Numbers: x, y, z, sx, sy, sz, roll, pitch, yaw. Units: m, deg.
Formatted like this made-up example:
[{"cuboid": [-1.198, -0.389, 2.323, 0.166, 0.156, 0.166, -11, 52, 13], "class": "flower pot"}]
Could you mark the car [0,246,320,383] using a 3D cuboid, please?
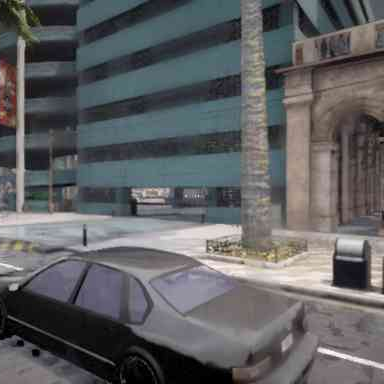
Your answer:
[{"cuboid": [-1.097, 1.532, 4.776, 5.357, 1.411, 2.033, 0, 0, 36], "class": "car"}]

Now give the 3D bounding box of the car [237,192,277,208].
[{"cuboid": [6.024, 0.986, 25.759, 5.566, 2.045, 2.435, 0, 0, 36], "class": "car"}]
